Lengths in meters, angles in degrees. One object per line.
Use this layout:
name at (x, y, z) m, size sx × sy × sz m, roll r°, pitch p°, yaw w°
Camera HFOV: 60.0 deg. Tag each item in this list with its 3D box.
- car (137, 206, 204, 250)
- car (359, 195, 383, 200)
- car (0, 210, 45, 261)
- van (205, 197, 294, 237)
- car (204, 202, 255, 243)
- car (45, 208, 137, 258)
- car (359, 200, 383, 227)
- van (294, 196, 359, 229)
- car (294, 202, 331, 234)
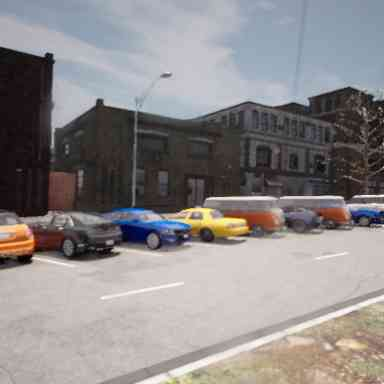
car at (-2.275, 1.470, 14.349) m, size 5.008 × 1.535 × 2.097 m, roll -1°, pitch -1°, yaw 35°
car at (12.631, 1.248, 24.531) m, size 5.566 × 2.045 × 2.435 m, roll -1°, pitch -1°, yaw 36°
car at (-7.206, 1.334, 10.865) m, size 4.553 × 1.767 × 2.185 m, roll -1°, pitch -1°, yaw 34°
van at (2.795, 1.253, 17.691) m, size 4.442 × 1.987 × 1.878 m, roll -1°, pitch -1°, yaw 36°
car at (0.057, 1.475, 16.154) m, size 5.366 × 1.575 × 1.946 m, roll -1°, pitch -1°, yaw 35°
car at (-4.741, 1.466, 12.608) m, size 4.892 × 1.521 × 2.231 m, roll -1°, pitch -1°, yaw 35°
car at (10.168, 1.495, 22.832) m, size 5.008 × 1.535 × 2.097 m, roll -1°, pitch -1°, yaw 36°
van at (7.776, 1.263, 21.080) m, size 4.442 × 1.987 × 1.878 m, roll -1°, pitch -1°, yaw 36°
car at (5.163, 1.515, 19.464) m, size 4.792 × 1.488 × 2.163 m, roll -1°, pitch -1°, yaw 36°
